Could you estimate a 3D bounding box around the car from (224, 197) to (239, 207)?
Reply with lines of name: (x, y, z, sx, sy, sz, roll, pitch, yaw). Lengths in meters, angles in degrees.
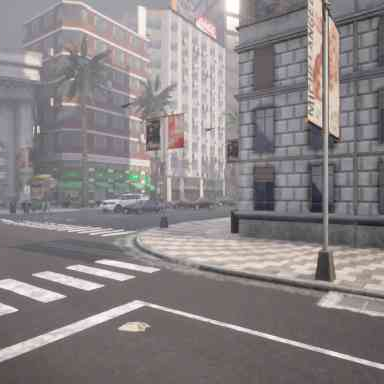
car: (7.438, 1.564, 51.225, 4.181, 1.385, 1.994, 0, 0, -43)

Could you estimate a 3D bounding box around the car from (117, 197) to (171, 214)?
car: (-5.056, 1.547, 35.651, 2.033, 1.411, 5.357, 0, 0, 36)

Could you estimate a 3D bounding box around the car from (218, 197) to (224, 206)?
car: (4.881, 1.492, 53.605, 4.902, 1.511, 2.128, 0, 0, -44)

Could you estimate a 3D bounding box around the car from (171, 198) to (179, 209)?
car: (-1.771, 1.526, 45.847, 1.812, 1.442, 4.674, 0, 0, 37)

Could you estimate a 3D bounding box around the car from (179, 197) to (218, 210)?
car: (0.907, 1.478, 43.629, 1.882, 1.535, 5.008, 0, 0, 38)

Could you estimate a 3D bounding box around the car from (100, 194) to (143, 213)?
car: (-7.771, 1.221, 37.844, 2.150, 2.045, 5.566, 0, 0, 36)
